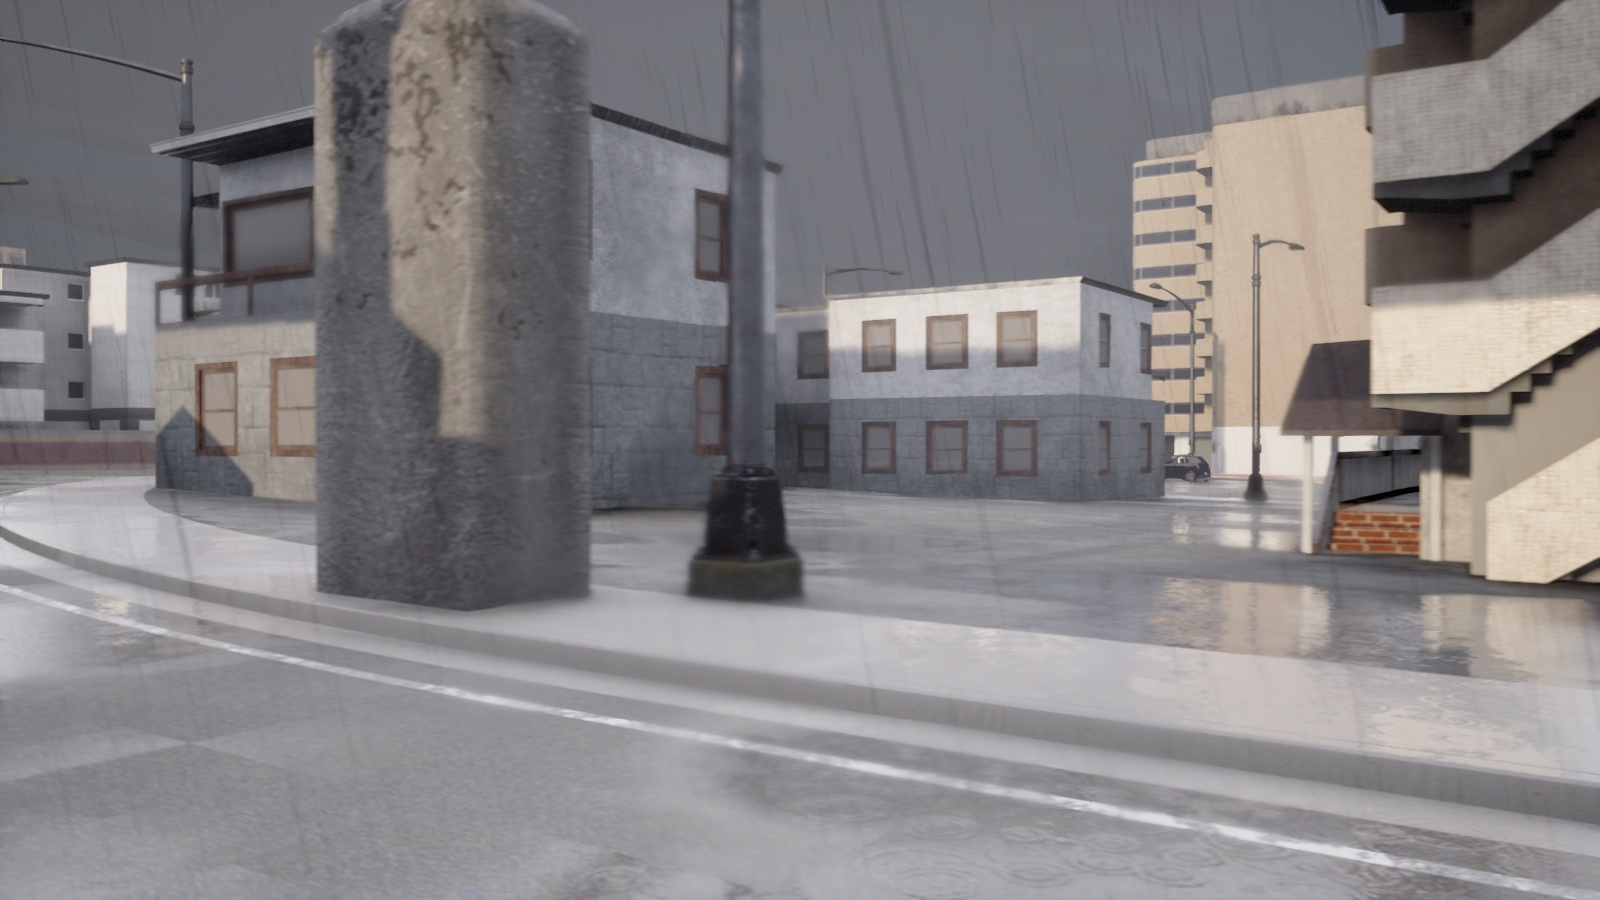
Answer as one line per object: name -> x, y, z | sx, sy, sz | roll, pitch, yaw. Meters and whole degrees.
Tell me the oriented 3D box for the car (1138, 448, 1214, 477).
car -> 20.964, 0.665, 70.102 | 3.633, 1.501, 1.845 | 1, 1, 44
